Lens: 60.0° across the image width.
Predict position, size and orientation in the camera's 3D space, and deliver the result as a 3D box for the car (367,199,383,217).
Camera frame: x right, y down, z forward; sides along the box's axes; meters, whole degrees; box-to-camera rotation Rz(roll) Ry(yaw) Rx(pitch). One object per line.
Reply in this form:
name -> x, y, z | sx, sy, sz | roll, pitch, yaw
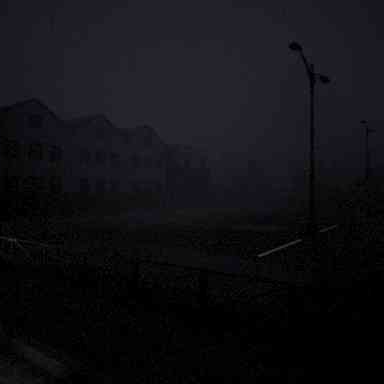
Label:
car -> 15.411, 1.298, 26.818 | 2.007, 1.523, 4.514 | 0, 0, 35
